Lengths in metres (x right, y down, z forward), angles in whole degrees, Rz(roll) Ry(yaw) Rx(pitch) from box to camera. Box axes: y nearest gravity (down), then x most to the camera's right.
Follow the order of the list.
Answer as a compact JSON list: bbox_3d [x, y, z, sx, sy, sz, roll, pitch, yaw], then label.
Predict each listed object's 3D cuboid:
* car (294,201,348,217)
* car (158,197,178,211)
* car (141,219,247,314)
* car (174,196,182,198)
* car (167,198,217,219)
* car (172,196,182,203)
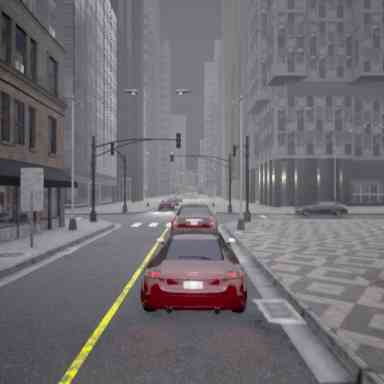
[{"bbox_3d":[11.739,1.519,30.358,4.674,1.442,1.812,0,0,1],"label":"car"},{"bbox_3d":[-3.098,1.591,41.312,1.895,1.301,4.718,0,0,0],"label":"car"},{"bbox_3d":[0.083,1.559,7.686,1.994,1.385,4.181,0,0,2],"label":"car"},{"bbox_3d":[-3.092,1.541,53.478,2.033,1.411,5.357,0,0,0],"label":"car"},{"bbox_3d":[0.150,1.343,16.306,2.097,1.767,4.553,0,0,2],"label":"car"},{"bbox_3d":[-3.008,1.526,69.116,1.812,1.442,4.674,0,0,0],"label":"car"}]
